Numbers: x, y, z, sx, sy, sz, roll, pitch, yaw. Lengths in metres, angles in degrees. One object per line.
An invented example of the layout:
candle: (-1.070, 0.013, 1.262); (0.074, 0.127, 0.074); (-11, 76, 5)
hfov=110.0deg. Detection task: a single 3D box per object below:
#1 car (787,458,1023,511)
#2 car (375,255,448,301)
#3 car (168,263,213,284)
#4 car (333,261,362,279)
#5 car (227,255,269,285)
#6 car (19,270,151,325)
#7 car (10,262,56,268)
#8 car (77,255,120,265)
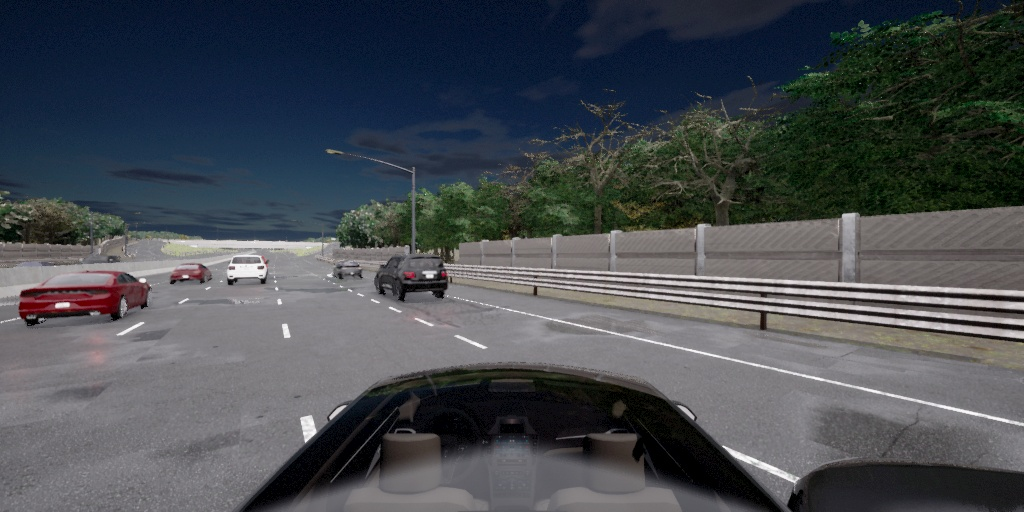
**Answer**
car: (2.984, 1.315, 0.538); (4.181, 1.385, 1.994); (0, 0, 34)
car: (-5.057, 0.968, 17.667); (2.150, 2.045, 5.566); (0, 0, -34)
car: (-23.728, 1.258, 26.589); (1.812, 1.442, 4.674); (0, 0, -33)
car: (-14.684, 1.226, 31.951); (2.128, 1.511, 4.902); (0, 0, -34)
car: (-19.285, 0.957, 26.250); (2.150, 2.045, 5.566); (0, 0, -34)
car: (-13.935, 1.223, 12.054); (1.882, 1.535, 5.008); (0, 0, -34)
car: (-46.170, 1.257, 34.611); (2.033, 1.411, 5.357); (0, 0, -34)
car: (-44.901, 0.929, 39.035); (2.150, 2.045, 5.566); (0, 0, -33)
